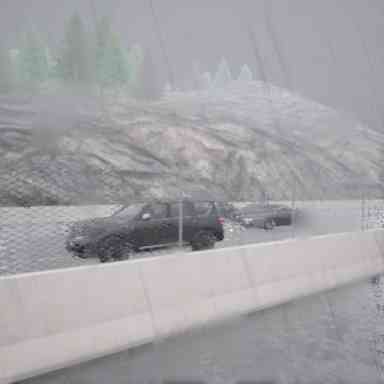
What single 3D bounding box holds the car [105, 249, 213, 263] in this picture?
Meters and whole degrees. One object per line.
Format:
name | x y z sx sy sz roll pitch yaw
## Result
car | -1.380 1.236 11.606 5.566 2.045 2.150 0 0 -36
